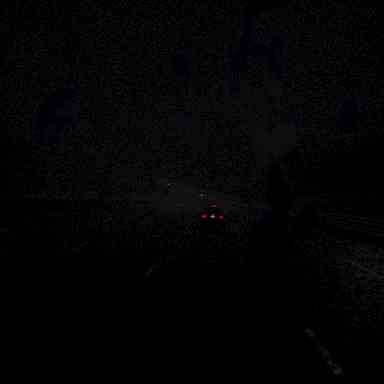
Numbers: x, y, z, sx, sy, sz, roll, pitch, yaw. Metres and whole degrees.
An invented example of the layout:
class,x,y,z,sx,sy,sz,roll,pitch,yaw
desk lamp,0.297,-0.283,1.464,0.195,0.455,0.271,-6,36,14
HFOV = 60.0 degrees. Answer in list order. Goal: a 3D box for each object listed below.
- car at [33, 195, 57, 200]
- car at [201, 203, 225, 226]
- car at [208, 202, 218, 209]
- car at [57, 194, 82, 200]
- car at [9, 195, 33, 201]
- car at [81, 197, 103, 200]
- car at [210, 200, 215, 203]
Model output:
class,x,y,z,sx,sy,sz,roll,pitch,yaw
car,-21.371,1.220,50.467,2.128,1.511,4.902,3,-1,4
car,1.677,1.897,26.796,2.033,1.411,5.357,3,-1,4
car,4.926,3.168,76.828,2.128,1.511,4.902,3,-2,4
car,-17.891,1.231,50.119,2.097,1.767,4.553,3,-1,4
car,-24.946,1.141,49.388,1.895,1.301,4.718,3,-1,4
car,-14.405,1.544,50.005,1.837,1.490,4.892,3,-2,4
car,3.499,2.480,54.773,1.837,1.490,4.892,3,-1,4
